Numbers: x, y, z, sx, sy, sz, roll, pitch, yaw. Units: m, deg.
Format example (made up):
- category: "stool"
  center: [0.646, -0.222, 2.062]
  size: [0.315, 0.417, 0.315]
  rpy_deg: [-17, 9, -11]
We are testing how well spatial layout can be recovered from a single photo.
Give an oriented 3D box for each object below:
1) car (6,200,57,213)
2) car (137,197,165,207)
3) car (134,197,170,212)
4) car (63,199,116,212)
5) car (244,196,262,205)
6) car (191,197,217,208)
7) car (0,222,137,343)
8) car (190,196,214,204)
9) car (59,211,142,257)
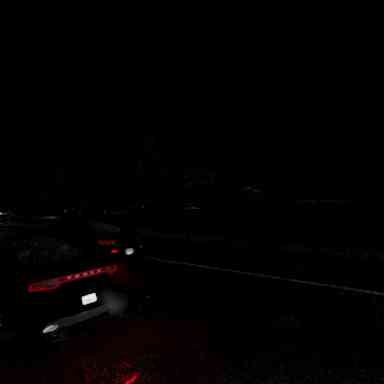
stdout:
- category: "car"
  center: [-18.664, 1.625, 39.036]
  size: [2.033, 1.411, 5.357]
  rpy_deg: [0, 0, 36]
- category: "car"
  center: [-6.792, 1.602, 55.238]
  size: [1.812, 1.442, 4.674]
  rpy_deg: [0, 0, 36]
- category: "car"
  center: [-4.771, 1.533, 40.240]
  size: [1.882, 1.535, 5.008]
  rpy_deg: [0, 0, 36]
- category: "car"
  center: [-10.279, 1.560, 32.709]
  size: [1.837, 1.490, 4.892]
  rpy_deg: [0, 0, 36]
- category: "car"
  center: [11.518, 1.564, 62.340]
  size: [1.837, 1.490, 4.892]
  rpy_deg: [0, 0, 36]
- category: "car"
  center: [1.918, 1.618, 49.363]
  size: [1.994, 1.385, 4.181]
  rpy_deg: [0, 0, 37]
- category: "car"
  center: [-3.592, 1.491, 6.553]
  size: [5.008, 1.535, 1.882]
  rpy_deg: [0, 0, 36]
- category: "car"
  center: [2.054, 1.623, 67.179]
  size: [2.033, 1.411, 5.357]
  rpy_deg: [0, 0, 36]
- category: "car"
  center: [-3.669, 1.545, 10.902]
  size: [4.674, 1.442, 1.812]
  rpy_deg: [0, 0, 36]
